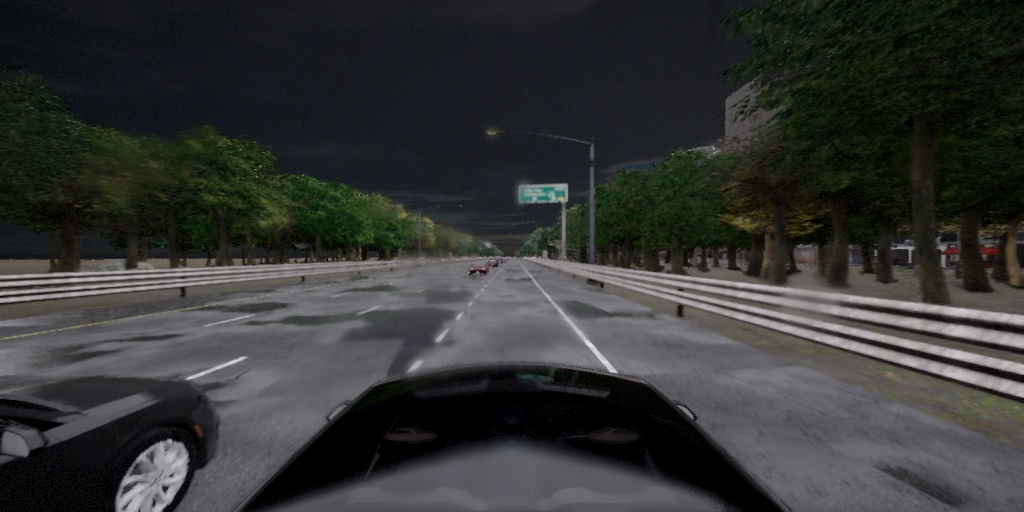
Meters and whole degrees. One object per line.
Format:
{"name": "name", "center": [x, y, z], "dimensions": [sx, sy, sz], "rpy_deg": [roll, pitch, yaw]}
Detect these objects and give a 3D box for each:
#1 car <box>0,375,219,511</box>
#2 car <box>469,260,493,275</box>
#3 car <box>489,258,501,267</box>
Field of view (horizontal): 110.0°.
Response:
{"name": "car", "center": [-3.500, 1.256, 1.143], "dimensions": [1.837, 1.490, 4.892], "rpy_deg": [0, 0, 0]}
{"name": "car", "center": [-3.421, 1.334, 38.298], "dimensions": [1.895, 1.301, 4.718], "rpy_deg": [0, 0, 0]}
{"name": "car", "center": [-3.330, 1.236, 62.447], "dimensions": [1.812, 1.442, 4.674], "rpy_deg": [0, 0, 0]}
